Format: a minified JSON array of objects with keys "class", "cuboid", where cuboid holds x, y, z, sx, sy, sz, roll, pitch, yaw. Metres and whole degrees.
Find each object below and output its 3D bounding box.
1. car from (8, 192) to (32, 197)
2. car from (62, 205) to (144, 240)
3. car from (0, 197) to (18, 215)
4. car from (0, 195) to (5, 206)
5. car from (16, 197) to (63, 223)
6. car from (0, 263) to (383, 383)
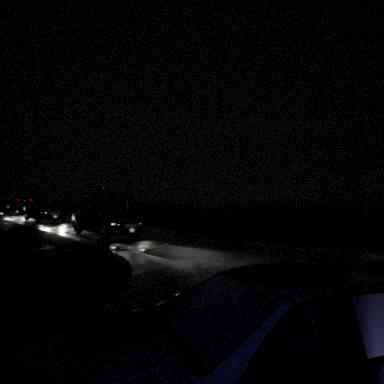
[{"class":"car","cuboid":[-21.307,1.080,40.982,2.150,2.045,5.566,2,-1,-41]},{"class":"car","cuboid":[-4.249,1.399,16.419,2.128,1.511,4.902,2,-1,-42]},{"class":"car","cuboid":[-17.002,1.423,31.360,1.895,1.301,4.718,2,-1,-40]},{"class":"car","cuboid":[-31.136,1.315,52.525,1.882,1.535,5.008,2,-1,-40]},{"class":"car","cuboid":[-10.576,1.350,23.793,2.128,1.511,4.902,2,-1,-40]},{"class":"car","cuboid":[0.959,1.525,3.366,5.357,1.411,2.033,0,1,-20]}]
